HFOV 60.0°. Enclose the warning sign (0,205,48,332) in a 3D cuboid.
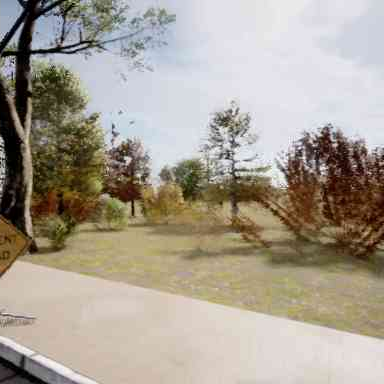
[{"bbox_3d":[-3.236,1.165,5.361,1.060,1.860,1.300,-1,0,35],"label":"warning sign"}]
